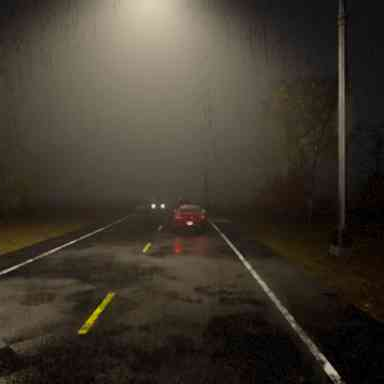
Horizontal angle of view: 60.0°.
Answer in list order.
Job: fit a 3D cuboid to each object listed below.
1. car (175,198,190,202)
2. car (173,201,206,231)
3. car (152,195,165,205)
[{"bbox_3d":[-0.981,1.489,40.033,1.837,1.490,4.892,0,0,-3],"label":"car"},{"bbox_3d":[-0.163,1.527,20.396,1.812,1.442,4.674,0,0,-1],"label":"car"},{"bbox_3d":[-5.897,1.296,58.480,2.097,1.767,4.553,0,0,-5],"label":"car"}]
